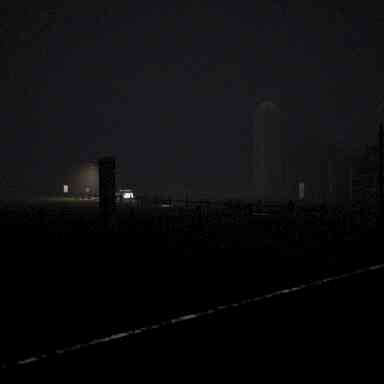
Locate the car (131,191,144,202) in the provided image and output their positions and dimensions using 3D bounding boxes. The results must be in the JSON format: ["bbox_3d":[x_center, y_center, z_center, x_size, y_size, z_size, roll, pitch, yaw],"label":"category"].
[{"bbox_3d":[-8.308,0.982,58.711,2.128,1.511,4.902,-1,1,-36],"label":"car"}]

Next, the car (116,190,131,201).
[{"bbox_3d":[-13.645,0.622,66.063,2.150,2.045,5.566,-1,1,-36],"label":"car"}]

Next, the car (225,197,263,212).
[{"bbox_3d":[5.346,1.300,34.892,1.812,1.442,4.674,-1,1,-34],"label":"car"}]

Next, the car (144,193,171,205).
[{"bbox_3d":[-4.829,1.174,49.002,1.994,1.385,4.181,-1,1,-36],"label":"car"}]
